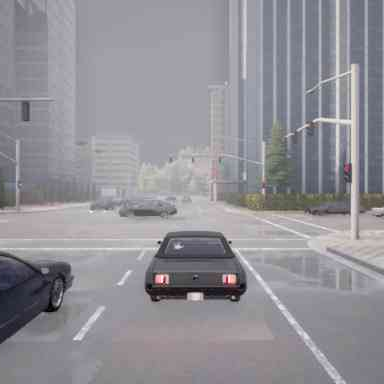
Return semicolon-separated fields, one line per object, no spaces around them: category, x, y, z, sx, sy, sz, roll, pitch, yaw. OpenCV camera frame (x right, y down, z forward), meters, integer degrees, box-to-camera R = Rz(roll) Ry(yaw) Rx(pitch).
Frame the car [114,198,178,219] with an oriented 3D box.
car;-3.632;1.491;27.946;4.902;1.511;2.128;0;0;-1

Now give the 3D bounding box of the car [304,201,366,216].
car;13.581;1.547;31.639;5.357;1.411;2.033;0;0;-3

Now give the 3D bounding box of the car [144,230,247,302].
car;0.066;1.601;8.230;1.895;1.301;4.718;0;0;0

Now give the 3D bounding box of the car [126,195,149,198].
car;-7.894;1.564;48.064;1.994;1.385;4.181;0;0;-1

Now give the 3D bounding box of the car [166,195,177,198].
car;-4.724;1.500;74.614;1.837;1.490;4.892;0;0;-1

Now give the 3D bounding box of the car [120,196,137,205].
car;-11.589;1.547;61.037;2.033;1.411;5.357;0;0;-1

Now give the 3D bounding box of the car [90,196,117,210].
car;-11.308;1.352;42.144;2.097;1.767;4.553;0;0;-1

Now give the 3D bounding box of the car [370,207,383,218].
car;17.754;1.601;28.140;4.718;1.301;1.895;0;0;0

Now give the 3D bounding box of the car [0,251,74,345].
car;-3.436;1.547;4.634;2.033;1.411;5.357;0;0;0

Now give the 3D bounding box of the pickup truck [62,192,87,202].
pickup truck;-24.773;1.059;69.285;2.390;2.098;6.274;0;0;30

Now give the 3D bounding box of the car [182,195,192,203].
car;-1.035;1.564;68.367;1.994;1.385;4.181;0;0;-1

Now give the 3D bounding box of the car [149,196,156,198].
car;-8.033;1.547;57.370;2.033;1.411;5.357;0;0;-1

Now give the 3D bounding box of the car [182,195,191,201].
car;-1.392;1.540;84.850;2.033;1.411;5.357;0;0;-1

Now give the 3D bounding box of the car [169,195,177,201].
car;-4.891;1.524;84.781;1.812;1.442;4.674;0;0;-1

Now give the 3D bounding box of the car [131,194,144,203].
car;-11.678;1.354;71.020;2.097;1.767;4.553;0;0;-1
